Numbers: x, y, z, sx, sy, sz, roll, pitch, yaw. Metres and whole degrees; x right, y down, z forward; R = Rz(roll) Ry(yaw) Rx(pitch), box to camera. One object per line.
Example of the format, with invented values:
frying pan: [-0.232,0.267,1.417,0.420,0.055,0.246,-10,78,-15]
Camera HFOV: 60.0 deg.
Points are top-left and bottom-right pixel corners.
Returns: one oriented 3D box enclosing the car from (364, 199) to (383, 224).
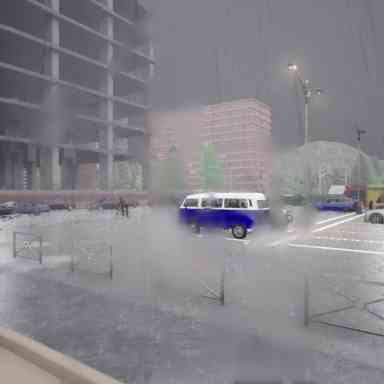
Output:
car: [13.297,1.395,21.444,3.806,1.475,1.970,0,0,36]

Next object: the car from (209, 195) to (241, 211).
car: [4.609,1.508,46.777,1.994,1.385,4.181,0,0,35]

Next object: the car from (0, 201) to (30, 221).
car: [-15.156,1.449,24.788,1.837,1.490,4.892,0,0,35]

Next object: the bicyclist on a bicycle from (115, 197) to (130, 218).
bicyclist on a bicycle: [-5.455,1.248,25.923,1.656,1.620,0.582,0,0,35]

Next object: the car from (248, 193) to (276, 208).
car: [12.424,1.166,57.873,2.150,2.045,5.566,0,0,35]

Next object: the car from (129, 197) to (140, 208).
car: [-9.352,1.436,45.524,2.128,1.511,4.902,0,0,35]

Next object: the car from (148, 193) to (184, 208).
car: [-3.818,1.166,47.284,2.150,2.045,5.566,0,0,35]

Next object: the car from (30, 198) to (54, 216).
car: [-15.811,1.492,30.296,2.033,1.411,5.357,0,0,35]

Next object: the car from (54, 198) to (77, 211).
car: [-15.272,1.436,37.136,2.128,1.511,4.902,0,0,35]

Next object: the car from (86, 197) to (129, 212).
car: [-9.990,1.449,38.555,1.837,1.490,4.892,0,0,35]

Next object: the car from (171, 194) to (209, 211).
car: [-0.170,1.436,46.071,2.128,1.511,4.902,0,0,35]

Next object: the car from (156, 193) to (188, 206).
car: [-3.228,1.166,54.147,2.150,2.045,5.566,0,0,35]

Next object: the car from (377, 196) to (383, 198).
car: [16.501,1.153,26.010,4.605,1.855,1.932,0,0,36]
